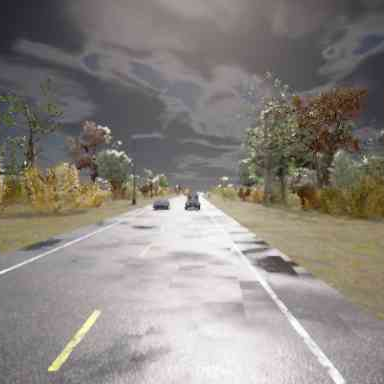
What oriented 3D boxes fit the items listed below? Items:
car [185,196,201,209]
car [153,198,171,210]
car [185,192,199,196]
[{"bbox_3d":[0.111,1.487,42.016,1.895,1.301,4.718,0,0,0],"label":"car"},{"bbox_3d":[-3.585,1.438,40.257,2.033,1.411,5.357,0,0,0],"label":"car"},{"bbox_3d":[0.192,1.046,62.830,2.150,2.045,5.566,0,0,0],"label":"car"}]
